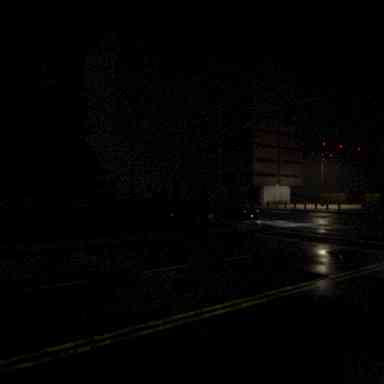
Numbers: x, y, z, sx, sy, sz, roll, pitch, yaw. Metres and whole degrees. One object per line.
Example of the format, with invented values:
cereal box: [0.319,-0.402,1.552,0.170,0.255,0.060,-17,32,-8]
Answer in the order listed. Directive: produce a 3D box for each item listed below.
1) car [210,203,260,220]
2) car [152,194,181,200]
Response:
car: [3.644,1.636,28.851,1.895,1.301,4.718,0,0,-34]
car: [-2.679,1.257,37.781,2.150,2.045,5.566,0,0,-36]
